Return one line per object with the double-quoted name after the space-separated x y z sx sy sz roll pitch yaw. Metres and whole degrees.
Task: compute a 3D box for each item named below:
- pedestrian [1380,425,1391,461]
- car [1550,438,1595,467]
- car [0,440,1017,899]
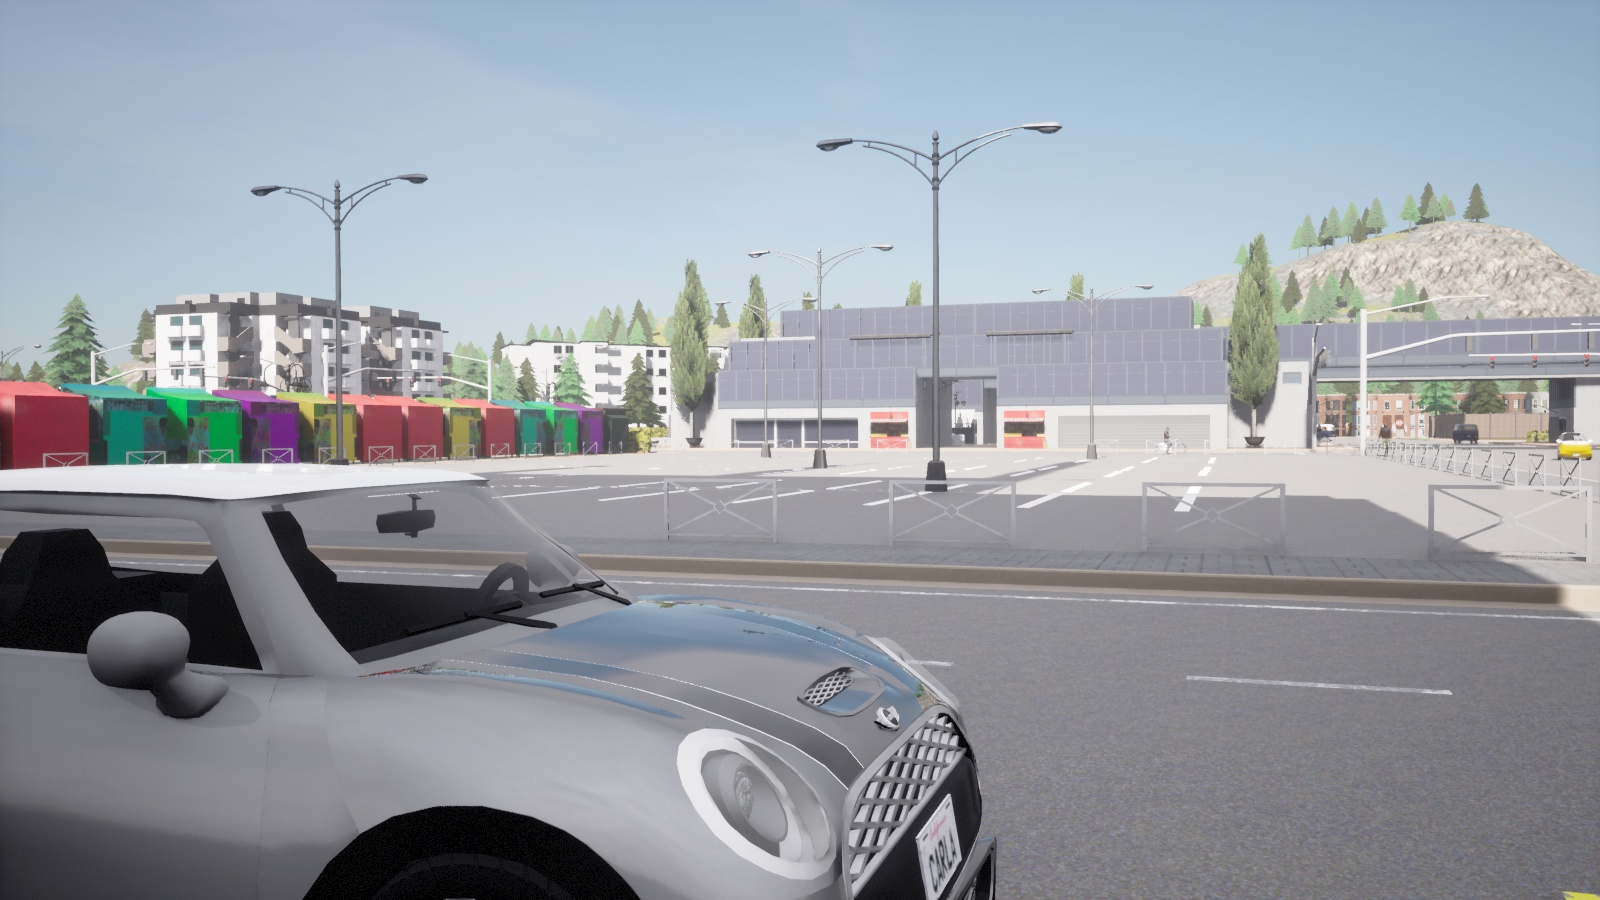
30.085 -0.379 64.504 0.431 1.840 0.703 1 1 30 "pedestrian"
37.592 0.099 61.134 1.481 1.376 2.207 0 1 21 "car"
-1.428 0.728 3.672 3.806 1.475 1.970 1 1 18 "car"
